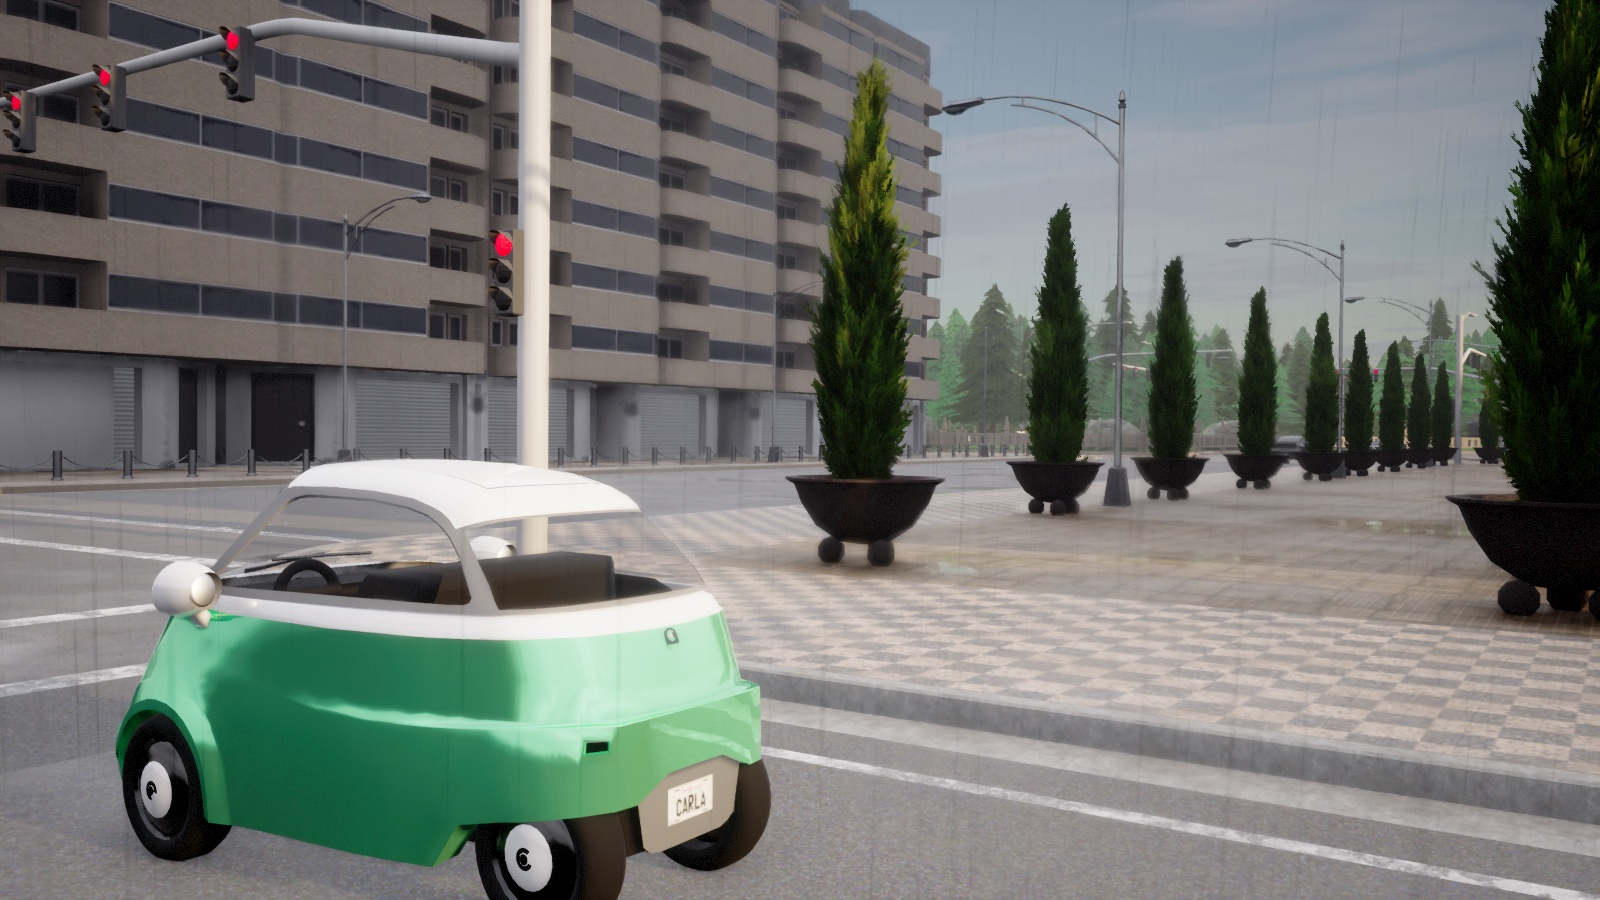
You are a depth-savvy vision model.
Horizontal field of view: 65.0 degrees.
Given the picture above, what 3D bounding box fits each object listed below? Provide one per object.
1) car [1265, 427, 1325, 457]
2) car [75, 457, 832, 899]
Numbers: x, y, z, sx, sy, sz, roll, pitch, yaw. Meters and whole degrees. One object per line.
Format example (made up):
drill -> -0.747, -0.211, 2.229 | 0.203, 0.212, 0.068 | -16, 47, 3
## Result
car -> 25.735, -0.442, 65.164 | 1.837, 1.490, 4.892 | 0, 1, 34
car -> -1.218, 0.737, 4.433 | 2.207, 1.376, 1.481 | 0, 1, 34
